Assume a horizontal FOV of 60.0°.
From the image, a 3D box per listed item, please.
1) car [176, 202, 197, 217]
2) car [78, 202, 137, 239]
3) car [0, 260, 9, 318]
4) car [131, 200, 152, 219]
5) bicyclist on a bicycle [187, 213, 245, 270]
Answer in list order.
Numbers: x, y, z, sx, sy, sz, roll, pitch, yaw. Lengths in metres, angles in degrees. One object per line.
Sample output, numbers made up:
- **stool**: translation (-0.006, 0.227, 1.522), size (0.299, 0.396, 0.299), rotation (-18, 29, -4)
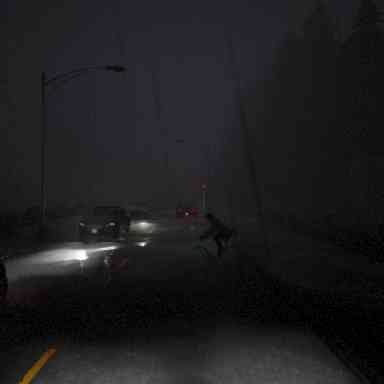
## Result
- **car**: translation (-0.500, 1.596, 30.971), size (1.895, 1.301, 4.718), rotation (0, 0, -1)
- **car**: translation (-4.422, 1.490, 17.371), size (2.128, 1.511, 4.902), rotation (0, 0, -1)
- **car**: translation (-4.143, 1.525, 4.174), size (1.812, 1.442, 4.674), rotation (0, 0, -1)
- **car**: translation (-4.631, 1.474, 28.806), size (1.882, 1.535, 5.008), rotation (0, 0, -1)
- **bicyclist on a bicycle**: translation (0.674, 1.424, 9.481), size (1.656, 1.620, 0.582), rotation (-1, 0, -1)
